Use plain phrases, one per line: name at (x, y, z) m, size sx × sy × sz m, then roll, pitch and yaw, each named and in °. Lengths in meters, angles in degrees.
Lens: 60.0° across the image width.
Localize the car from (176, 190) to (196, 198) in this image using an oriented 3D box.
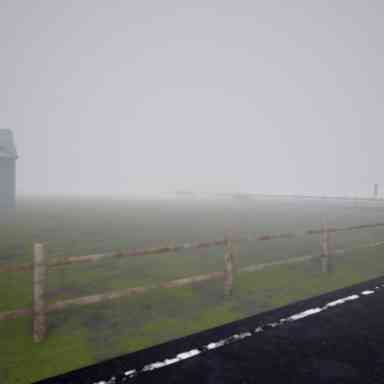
car at (-1.247, 0.275, 66.021) m, size 1.882 × 1.535 × 5.008 m, roll 0°, pitch 1°, yaw -35°

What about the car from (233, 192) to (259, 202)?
car at (8.385, 0.780, 52.373) m, size 2.128 × 1.511 × 4.902 m, roll 0°, pitch 1°, yaw -35°
